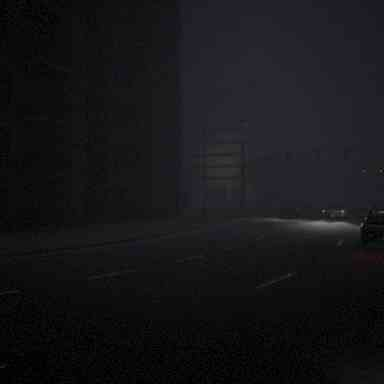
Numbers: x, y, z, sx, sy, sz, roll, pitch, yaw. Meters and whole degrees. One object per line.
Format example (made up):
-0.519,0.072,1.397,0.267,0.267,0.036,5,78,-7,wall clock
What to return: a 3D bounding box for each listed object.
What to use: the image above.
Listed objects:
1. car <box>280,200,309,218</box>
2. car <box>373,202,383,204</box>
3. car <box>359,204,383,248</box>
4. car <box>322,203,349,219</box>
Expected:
9.552,1.509,30.861,1.882,1.535,5.008,0,0,29,car
15.642,1.561,27.410,2.033,1.411,5.357,0,0,29,car
8.340,1.493,14.307,2.128,1.511,4.902,0,0,29,car
12.595,1.653,29.131,1.895,1.301,4.718,0,0,29,car
